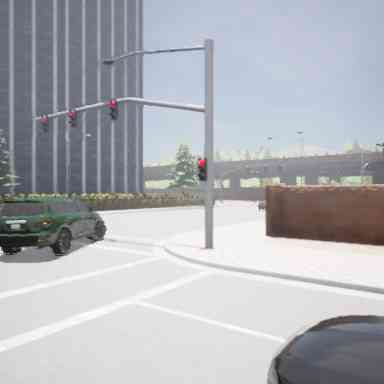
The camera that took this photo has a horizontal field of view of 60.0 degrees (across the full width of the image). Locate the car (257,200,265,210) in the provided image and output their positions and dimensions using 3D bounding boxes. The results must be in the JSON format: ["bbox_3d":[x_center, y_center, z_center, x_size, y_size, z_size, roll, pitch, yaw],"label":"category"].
[{"bbox_3d":[9.931,1.573,42.225,1.994,1.385,4.181,0,0,35],"label":"car"}]

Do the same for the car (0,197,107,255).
[{"bbox_3d":[-5.443,1.232,13.470,2.150,2.045,5.566,-2,0,6],"label":"car"}]

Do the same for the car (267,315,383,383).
[{"bbox_3d":[2.859,1.503,1.941,4.892,1.490,1.837,0,0,35],"label":"car"}]
